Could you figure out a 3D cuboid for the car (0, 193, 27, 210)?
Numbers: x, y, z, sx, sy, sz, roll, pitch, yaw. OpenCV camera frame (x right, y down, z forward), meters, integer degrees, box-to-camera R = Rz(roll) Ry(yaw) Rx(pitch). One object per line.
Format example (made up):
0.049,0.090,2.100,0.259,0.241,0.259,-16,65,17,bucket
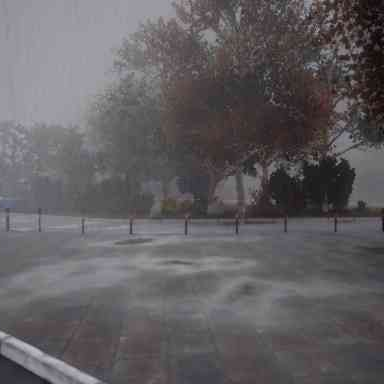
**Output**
-20.975,1.248,37.521,2.185,1.767,4.553,1,1,34,car
